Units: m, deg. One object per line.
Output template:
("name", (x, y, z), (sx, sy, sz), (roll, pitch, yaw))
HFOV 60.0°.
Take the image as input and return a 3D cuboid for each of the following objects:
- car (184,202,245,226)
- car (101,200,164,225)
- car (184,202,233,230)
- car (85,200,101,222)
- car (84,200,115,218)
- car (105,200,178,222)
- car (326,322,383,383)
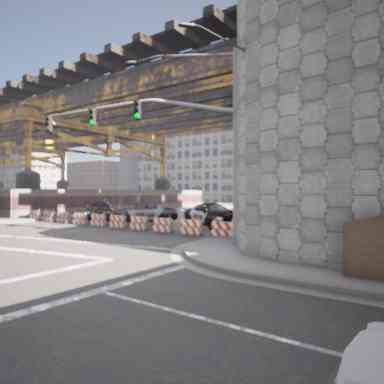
("car", (1.266, 1.284, 20.876), (1.853, 1.218, 4.536), (0, 0, -25))
("car", (-3.485, 1.435, 23.407), (4.974, 1.542, 2.038), (0, 0, 0))
("car", (1.288, 1.441, 20.829), (2.038, 1.542, 4.974), (0, 0, -25))
("car", (-7.184, 1.430, 26.155), (2.038, 1.542, 4.974), (0, 0, -10))
("car", (-7.193, 1.273, 26.207), (1.853, 1.218, 4.536), (0, 0, -10))
("car", (-3.433, 1.278, 23.407), (4.536, 1.218, 1.853), (0, 0, 0))
("car", (3.191, 1.603, 1.695), (4.718, 1.301, 1.895), (0, 0, 36))
